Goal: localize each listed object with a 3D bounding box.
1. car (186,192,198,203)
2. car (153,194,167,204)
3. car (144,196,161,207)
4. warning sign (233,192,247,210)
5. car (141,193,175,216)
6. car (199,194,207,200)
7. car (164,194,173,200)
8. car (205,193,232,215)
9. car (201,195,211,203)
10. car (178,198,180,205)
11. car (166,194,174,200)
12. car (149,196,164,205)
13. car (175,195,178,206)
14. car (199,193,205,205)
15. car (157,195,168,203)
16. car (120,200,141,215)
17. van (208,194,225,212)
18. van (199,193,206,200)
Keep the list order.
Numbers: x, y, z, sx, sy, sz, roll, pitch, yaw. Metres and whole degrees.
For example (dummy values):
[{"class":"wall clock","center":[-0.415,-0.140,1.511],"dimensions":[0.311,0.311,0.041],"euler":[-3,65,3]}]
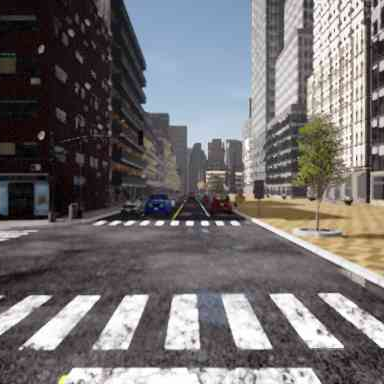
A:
[{"class":"car","center":[-0.001,1.287,60.634],"dimensions":[1.837,1.490,4.892],"euler":[0,0,0]},{"class":"car","center":[-5.695,1.225,59.491],"dimensions":[1.967,1.590,4.097],"euler":[0,0,0]},{"class":"car","center":[-5.694,1.367,48.438],"dimensions":[2.008,1.369,4.403],"euler":[0,0,0]},{"class":"warning sign","center":[5.072,0.975,35.113],"dimensions":[1.300,1.860,1.060],"euler":[0,0,0]},{"class":"car","center":[-3.105,1.094,31.461],"dimensions":[2.150,2.045,5.566],"euler":[0,0,0]},{"class":"car","center":[2.686,1.252,81.767],"dimensions":[1.752,1.417,4.829],"euler":[0,0,0]},{"class":"car","center":[-5.694,1.252,81.428],"dimensions":[1.752,1.417,4.829],"euler":[0,0,0]},{"class":"car","center":[2.685,1.186,31.857],"dimensions":[2.192,1.841,5.009],"euler":[0,0,0]},{"class":"car","center":[2.686,1.315,65.018],"dimensions":[1.887,1.381,4.507],"euler":[0,0,0]},{"class":"car","center":[-3.054,1.290,54.989],"dimensions":[2.128,1.511,4.902],"euler":[0,0,0]},{"class":"car","center":[-5.694,1.259,87.123],"dimensions":[1.887,1.381,4.507],"euler":[0,0,0]},{"class":"car","center":[-5.694,1.345,53.963],"dimensions":[1.887,1.381,4.507],"euler":[0,0,0]},{"class":"car","center":[-3.091,1.362,41.816],"dimensions":[1.812,1.442,4.674],"euler":[0,0,0]},{"class":"car","center":[2.685,1.115,53.963],"dimensions":[2.192,1.841,5.009],"euler":[0,0,0]},{"class":"car","center":[-5.694,1.351,65.018],"dimensions":[1.802,1.307,4.206],"euler":[0,0,0]},{"class":"car","center":[-5.693,1.421,31.858],"dimensions":[2.008,1.369,4.403],"euler":[0,0,0]},{"class":"van","center":[2.685,1.193,37.383],"dimensions":[1.690,1.788,3.998],"euler":[0,0,0]},{"class":"van","center":[2.685,1.056,87.123],"dimensions":[1.690,1.788,3.998],"euler":[0,0,0]}]
